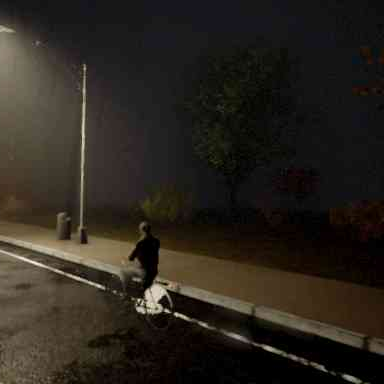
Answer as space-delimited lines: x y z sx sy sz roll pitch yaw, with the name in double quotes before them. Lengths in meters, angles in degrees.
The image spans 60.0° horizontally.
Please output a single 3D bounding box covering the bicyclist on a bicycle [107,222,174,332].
"bicyclist on a bicycle" -0.969 1.396 5.828 1.843 1.776 0.659 1 0 43
